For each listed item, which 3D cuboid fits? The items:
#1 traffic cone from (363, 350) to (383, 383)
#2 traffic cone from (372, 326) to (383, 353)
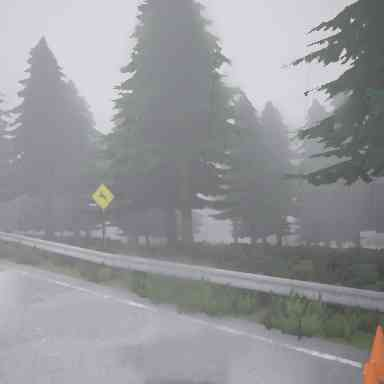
[{"bbox_3d":[1.779,1.956,3.279,0.340,0.580,0.340,0,0,34],"label":"traffic cone"},{"bbox_3d":[2.324,1.956,4.115,0.340,0.580,0.340,0,0,34],"label":"traffic cone"}]
